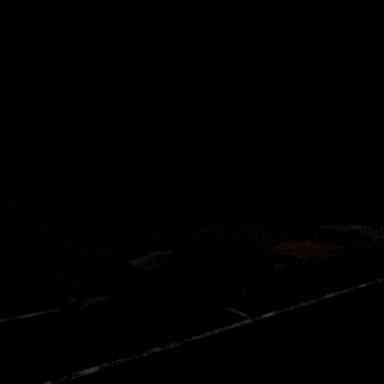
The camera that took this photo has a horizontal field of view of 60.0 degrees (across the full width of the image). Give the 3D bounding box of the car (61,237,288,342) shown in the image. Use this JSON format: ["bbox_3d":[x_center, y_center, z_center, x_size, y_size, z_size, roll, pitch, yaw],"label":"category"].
[{"bbox_3d":[-0.288,1.589,6.437,4.206,1.307,1.802,0,0,-35],"label":"car"}]

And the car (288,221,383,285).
[{"bbox_3d":[4.137,1.541,9.588,4.829,1.417,1.752,0,0,-35],"label":"car"}]
